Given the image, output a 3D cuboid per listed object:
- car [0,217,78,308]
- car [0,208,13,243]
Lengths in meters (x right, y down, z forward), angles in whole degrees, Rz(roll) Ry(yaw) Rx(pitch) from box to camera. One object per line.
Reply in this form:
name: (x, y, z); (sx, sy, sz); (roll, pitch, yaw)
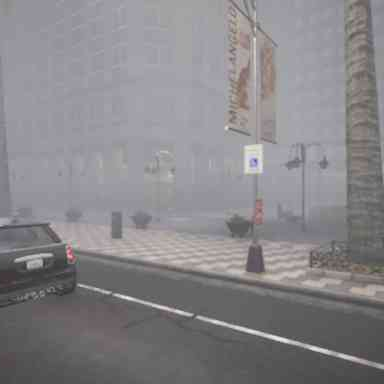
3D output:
car: (-4.621, 1.349, 7.394); (4.553, 1.767, 2.097); (0, 0, 36)
car: (-10.708, 1.505, 15.639); (4.786, 1.482, 2.161); (0, 0, 35)
